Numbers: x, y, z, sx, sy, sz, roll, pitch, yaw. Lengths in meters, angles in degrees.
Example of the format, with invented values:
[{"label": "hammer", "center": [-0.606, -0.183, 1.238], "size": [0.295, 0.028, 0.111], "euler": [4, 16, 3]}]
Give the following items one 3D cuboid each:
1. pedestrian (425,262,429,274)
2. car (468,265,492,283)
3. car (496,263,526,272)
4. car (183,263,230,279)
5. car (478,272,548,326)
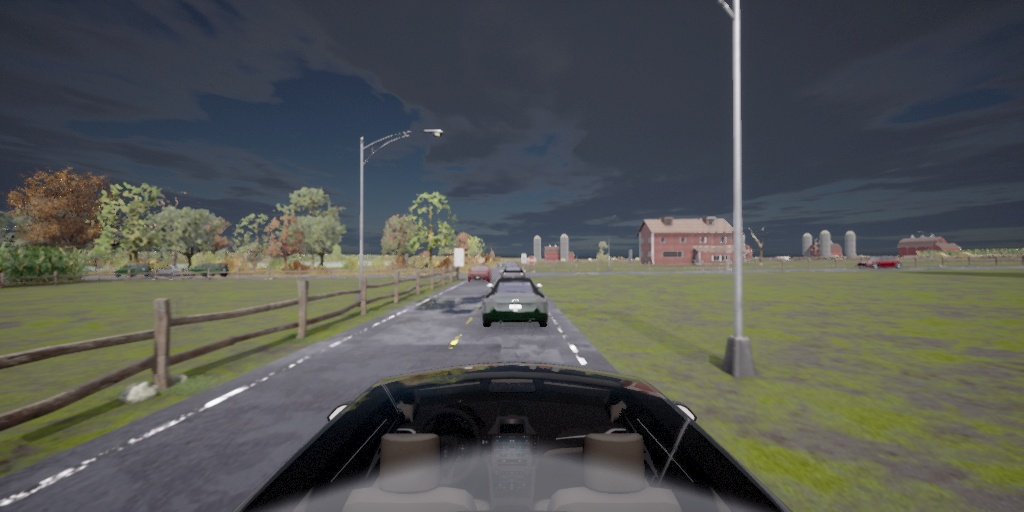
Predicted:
[{"label": "pedestrian", "center": [-12.185, 1.658, 51.354], "size": [0.375, 1.860, 0.375], "euler": [0, 1, 0]}, {"label": "car", "center": [-2.795, 1.527, 32.044], "size": [1.882, 1.535, 5.008], "euler": [0, -1, 1]}, {"label": "car", "center": [0.085, 1.504, 28.259], "size": [2.128, 1.511, 4.902], "euler": [0, -1, 0]}, {"label": "car", "center": [-41.836, 1.985, 49.389], "size": [5.566, 2.045, 2.150], "euler": [-1, 0, 11]}, {"label": "car", "center": [0.094, 1.417, 12.116], "size": [1.994, 1.385, 4.181], "euler": [0, 0, 0]}]
